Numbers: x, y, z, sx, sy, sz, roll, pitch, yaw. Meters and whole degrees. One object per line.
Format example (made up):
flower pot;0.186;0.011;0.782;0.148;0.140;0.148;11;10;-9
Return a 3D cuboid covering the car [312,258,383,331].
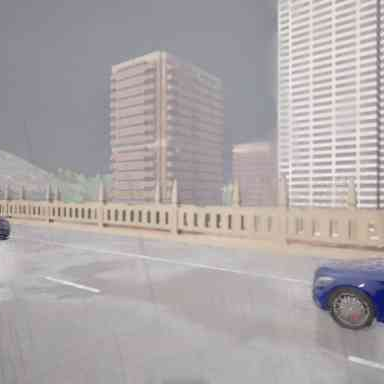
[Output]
car;4.338;1.525;5.196;4.674;1.442;1.812;0;0;35

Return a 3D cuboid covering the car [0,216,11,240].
car;-10.323;1.527;15.651;4.674;1.442;1.812;0;0;35
